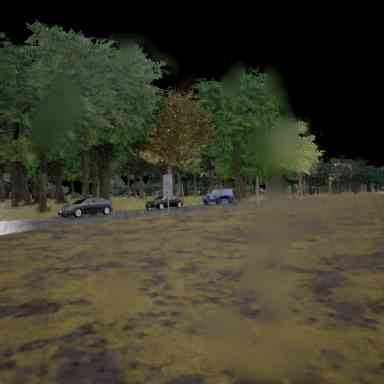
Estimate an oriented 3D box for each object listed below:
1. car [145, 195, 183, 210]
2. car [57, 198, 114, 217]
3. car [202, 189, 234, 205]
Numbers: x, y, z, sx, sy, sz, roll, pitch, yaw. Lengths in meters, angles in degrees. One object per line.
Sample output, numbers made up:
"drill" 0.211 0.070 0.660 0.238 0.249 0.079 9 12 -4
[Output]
"car" -2.953 1.065 36.017 1.882 1.535 5.008 -3 -1 35
"car" -8.795 1.252 27.756 1.837 1.490 4.892 -3 -1 35
"car" 3.612 0.638 45.297 2.150 2.045 5.566 -3 -1 35
